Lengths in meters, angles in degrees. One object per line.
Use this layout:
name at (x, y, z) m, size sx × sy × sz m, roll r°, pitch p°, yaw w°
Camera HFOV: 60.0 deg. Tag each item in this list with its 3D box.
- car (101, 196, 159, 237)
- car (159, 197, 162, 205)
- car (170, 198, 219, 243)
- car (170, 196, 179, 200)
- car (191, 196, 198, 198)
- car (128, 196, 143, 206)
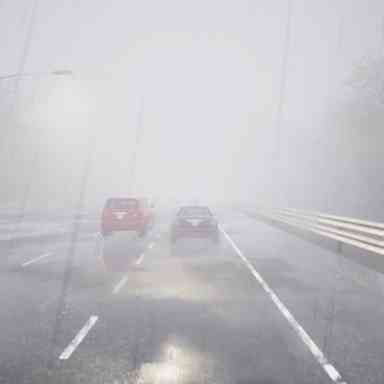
car at (-3.362, 1.250, 18.289) m, size 2.150 × 2.045 × 5.566 m, roll 0°, pitch 0°, yaw 0°
car at (-6.580, 1.646, 61.634) m, size 2.033 × 1.411 × 5.357 m, roll 0°, pitch 0°, yaw 0°
car at (0.133, 1.375, 16.302) m, size 2.097 × 1.767 × 4.553 m, roll 0°, pitch 0°, yaw 0°
car at (-3.079, 1.603, 61.615) m, size 1.837 × 1.490 × 4.892 m, roll 0°, pitch 0°, yaw 0°
car at (0.422, 1.603, 61.693) m, size 1.837 × 1.490 × 4.892 m, roll 0°, pitch 0°, yaw 0°
car at (-10.092, 1.573, 59.636) m, size 1.882 × 1.535 × 5.008 m, roll 0°, pitch 0°, yaw 0°
